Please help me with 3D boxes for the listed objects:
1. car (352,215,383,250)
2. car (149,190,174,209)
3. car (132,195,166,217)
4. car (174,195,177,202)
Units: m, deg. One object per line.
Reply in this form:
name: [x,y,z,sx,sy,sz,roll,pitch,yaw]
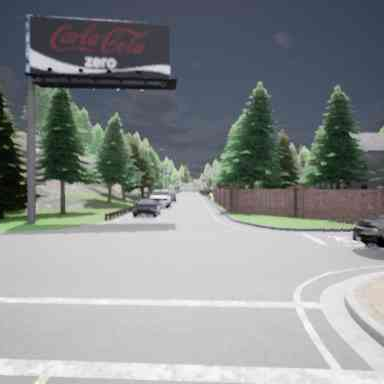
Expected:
car: [8.552,1.514,12.305,4.902,1.511,2.128,0,0,-2]
car: [-3.580,0.750,37.680,2.150,2.045,5.566,0,1,1]
car: [-3.586,1.208,27.204,2.033,1.411,5.357,0,1,0]
car: [-3.525,0.908,52.664,1.994,1.385,4.181,0,1,2]
